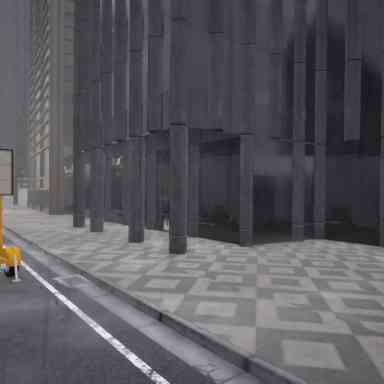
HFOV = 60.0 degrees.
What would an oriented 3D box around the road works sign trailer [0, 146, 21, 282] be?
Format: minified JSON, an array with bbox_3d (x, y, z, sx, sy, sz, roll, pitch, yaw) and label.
[{"bbox_3d":[-6.148,0.503,8.867,2.380,3.560,2.880,0,0,-42],"label":"road works sign trailer"}]
